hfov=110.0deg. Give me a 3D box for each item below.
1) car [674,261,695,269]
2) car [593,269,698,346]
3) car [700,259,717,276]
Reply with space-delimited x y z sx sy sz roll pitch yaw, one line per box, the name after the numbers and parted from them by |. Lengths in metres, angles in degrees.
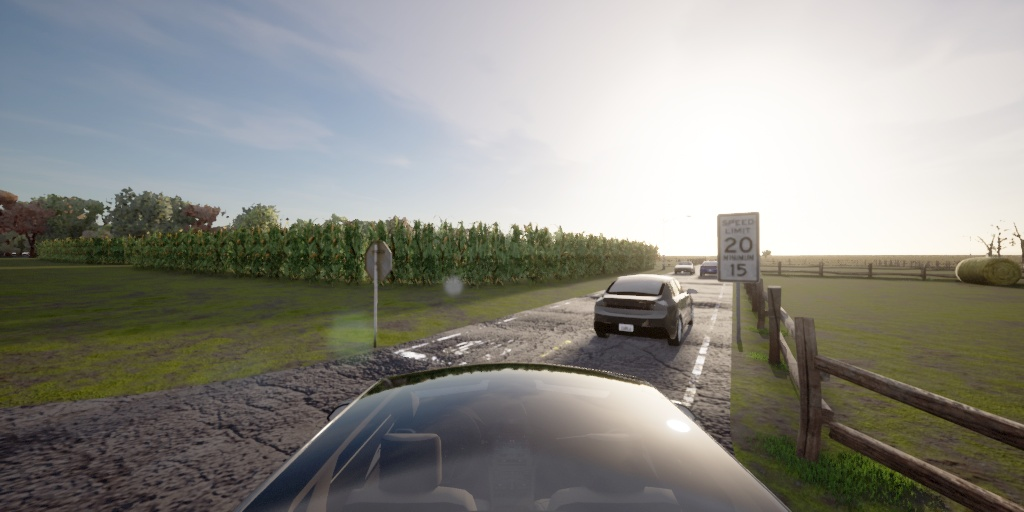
19.807 1.320 40.971 2.033 1.411 5.357 0 0 32 | car
3.659 1.257 9.571 1.837 1.490 4.892 0 0 32 | car
20.173 1.234 36.224 1.882 1.535 5.008 0 0 32 | car
